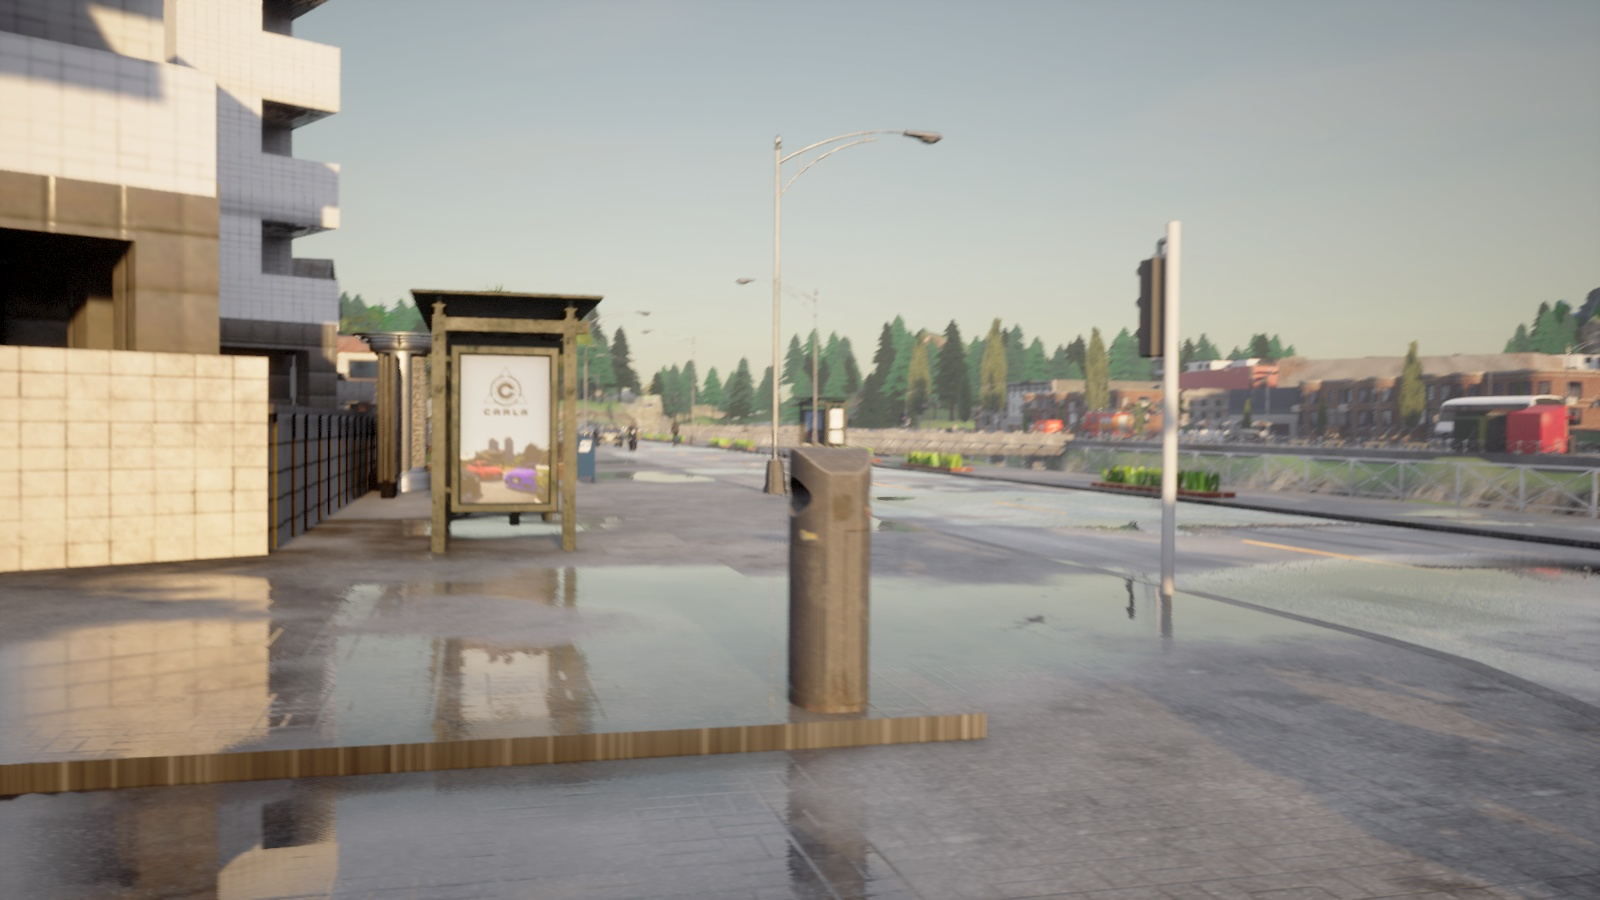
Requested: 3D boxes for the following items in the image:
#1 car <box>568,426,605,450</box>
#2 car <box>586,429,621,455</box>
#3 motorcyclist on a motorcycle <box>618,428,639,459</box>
[{"bbox_3d":[-15.597,-0.896,91.480,2.152,1.651,5.027,-1,1,-15],"label":"car"},{"bbox_3d":[-12.499,-0.521,79.792,1.789,1.549,3.705,-1,1,-15],"label":"car"},{"bbox_3d":[-9.190,-0.358,67.290,0.866,1.590,1.817,-1,1,-15],"label":"motorcyclist on a motorcycle"}]
